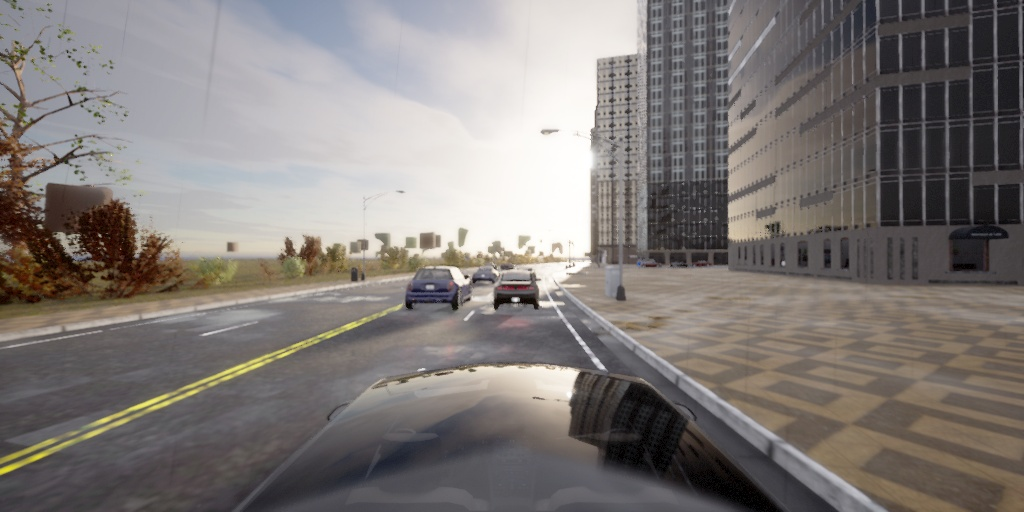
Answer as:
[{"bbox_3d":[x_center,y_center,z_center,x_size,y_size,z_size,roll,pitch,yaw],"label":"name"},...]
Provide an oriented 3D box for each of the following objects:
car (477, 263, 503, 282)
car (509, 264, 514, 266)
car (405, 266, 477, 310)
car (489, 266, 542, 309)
[{"bbox_3d":[-2.180,1.588,30.840,1.994,1.385,4.181,0,-1,4],"label":"car"},{"bbox_3d":[1.063,1.588,30.641,1.994,1.385,4.181,0,0,5],"label":"car"},{"bbox_3d":[-3.029,1.231,15.732,2.097,1.767,4.553,0,-1,2],"label":"car"},{"bbox_3d":[0.230,1.391,15.842,1.837,1.490,4.892,0,0,2],"label":"car"}]
